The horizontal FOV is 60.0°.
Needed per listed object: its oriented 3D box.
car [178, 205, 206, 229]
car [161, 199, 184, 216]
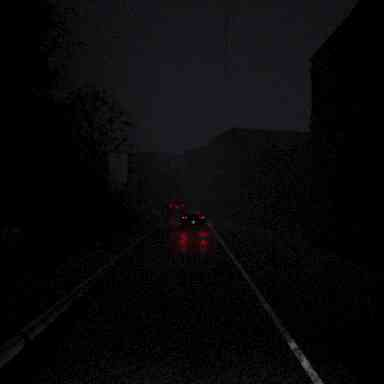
[{"bbox_3d":[0.032,1.987,25.606,1.812,1.442,4.674,0,-1,-2],"label":"car"},{"bbox_3d":[-2.490,1.900,42.834,2.150,2.045,5.566,0,0,-15],"label":"car"}]
